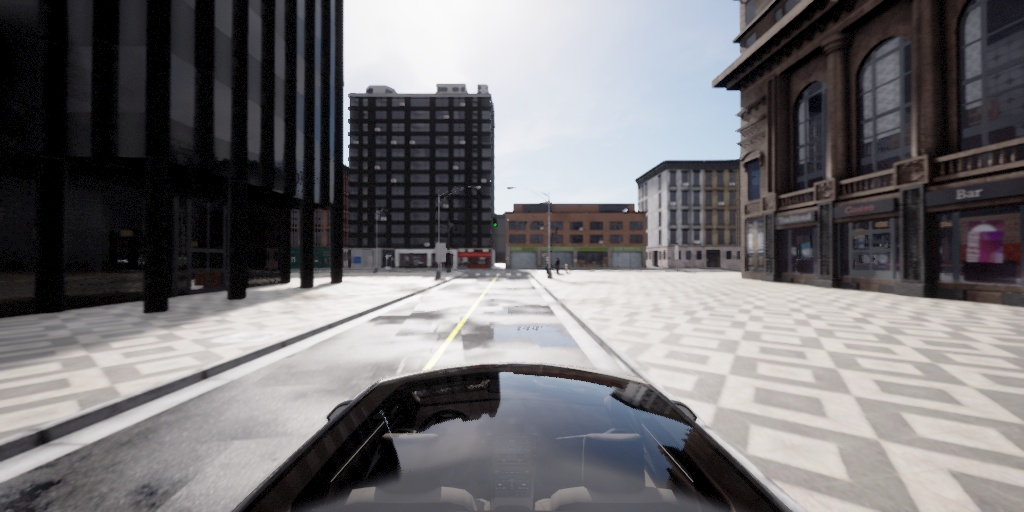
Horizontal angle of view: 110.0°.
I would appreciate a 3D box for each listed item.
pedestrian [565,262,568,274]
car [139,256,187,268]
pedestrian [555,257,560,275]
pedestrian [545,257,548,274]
[{"bbox_3d":[5.631,1.225,37.177,0.375,1.300,0.375,0,-1,0],"label":"pedestrian"},{"bbox_3d":[-43.950,1.222,44.866,4.553,1.767,2.097,0,-1,0],"label":"car"},{"bbox_3d":[4.631,0.950,36.580,0.375,1.860,0.375,0,-1,0],"label":"pedestrian"},{"bbox_3d":[3.631,0.956,37.779,0.375,1.860,0.375,0,-1,0],"label":"pedestrian"}]
